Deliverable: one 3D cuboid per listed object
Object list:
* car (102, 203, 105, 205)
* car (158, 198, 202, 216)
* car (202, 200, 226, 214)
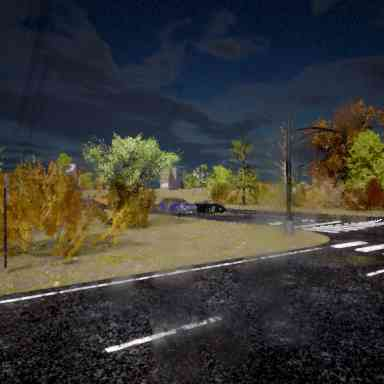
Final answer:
[{"bbox_3d":[-13.017,1.309,53.439,2.097,1.767,4.553,0,0,-38],"label":"car"},{"bbox_3d":[-1.461,1.356,33.376,2.097,1.767,4.553,0,0,-38],"label":"car"},{"bbox_3d":[1.600,1.547,34.743,1.994,1.385,4.181,0,0,-38],"label":"car"}]
